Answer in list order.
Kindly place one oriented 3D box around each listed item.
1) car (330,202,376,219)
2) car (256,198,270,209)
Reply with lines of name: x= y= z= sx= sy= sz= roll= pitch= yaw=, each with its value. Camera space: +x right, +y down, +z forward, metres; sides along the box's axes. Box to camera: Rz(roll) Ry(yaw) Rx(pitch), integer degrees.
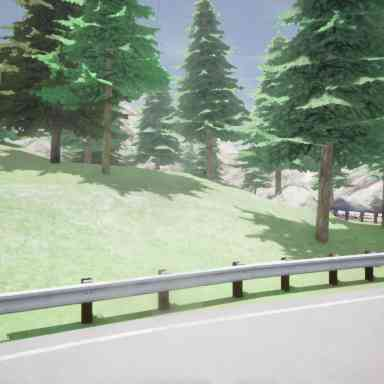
car: x=13.892 y=1.577 z=29.243 sx=1.994 sy=1.385 sz=4.181 roll=0 pitch=0 yaw=-20
car: x=9.472 y=1.521 z=41.101 sx=1.837 sy=1.490 sz=4.892 roll=0 pitch=0 yaw=-23
